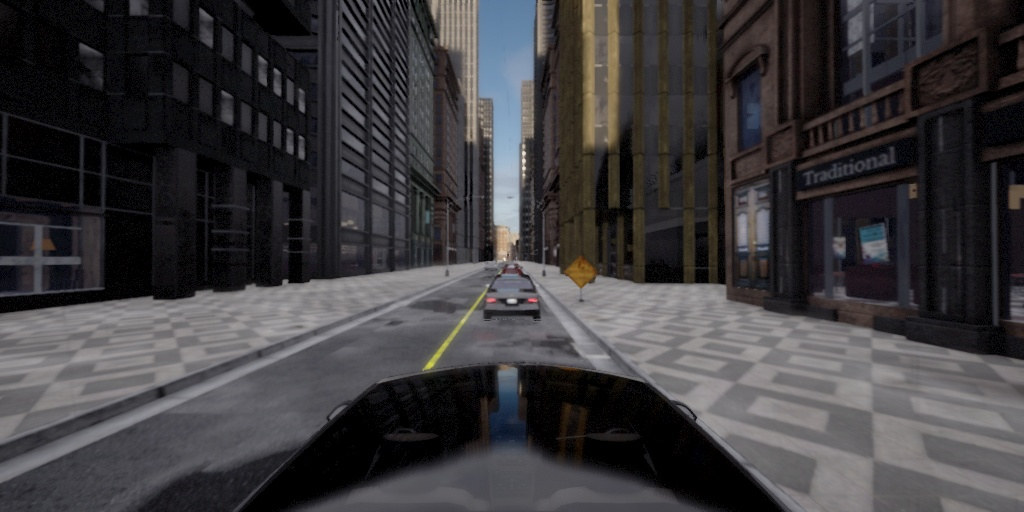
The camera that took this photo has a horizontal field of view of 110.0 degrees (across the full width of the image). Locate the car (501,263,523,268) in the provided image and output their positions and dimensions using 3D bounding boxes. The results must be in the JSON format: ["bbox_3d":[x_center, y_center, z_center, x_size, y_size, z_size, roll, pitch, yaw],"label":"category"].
[{"bbox_3d":[0.023,1.387,32.390,1.812,1.442,4.674,0,0,0],"label":"car"}]

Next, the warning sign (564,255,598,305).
[{"bbox_3d":[2.697,0.906,13.963,1.300,1.860,1.060,0,0,0],"label":"warning sign"}]

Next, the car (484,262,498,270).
[{"bbox_3d":[-3.165,1.572,54.251,1.895,1.301,4.718,0,0,0],"label":"car"}]

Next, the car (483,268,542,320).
[{"bbox_3d":[0.022,1.334,12.663,2.033,1.411,5.357,0,0,0],"label":"car"}]
